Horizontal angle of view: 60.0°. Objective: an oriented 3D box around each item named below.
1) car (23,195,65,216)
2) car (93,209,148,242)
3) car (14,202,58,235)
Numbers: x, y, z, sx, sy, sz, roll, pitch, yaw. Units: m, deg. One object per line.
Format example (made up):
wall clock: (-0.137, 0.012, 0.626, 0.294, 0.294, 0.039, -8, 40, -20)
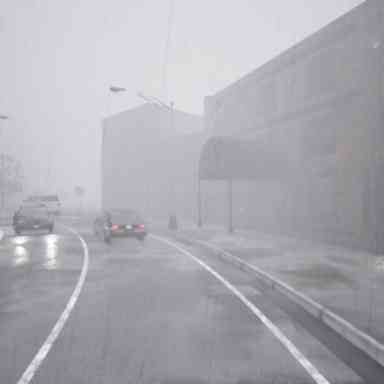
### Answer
car: (-14.414, 1.302, 31.488, 5.566, 2.045, 2.150, -1, -1, 45)
car: (-3.681, 1.552, 16.506, 2.033, 1.411, 5.357, 0, 0, -23)
car: (-9.219, 1.525, 19.253, 1.812, 1.442, 4.674, 0, 0, -30)
